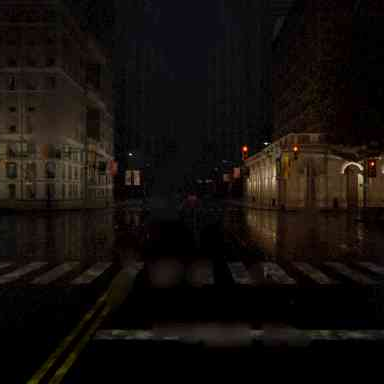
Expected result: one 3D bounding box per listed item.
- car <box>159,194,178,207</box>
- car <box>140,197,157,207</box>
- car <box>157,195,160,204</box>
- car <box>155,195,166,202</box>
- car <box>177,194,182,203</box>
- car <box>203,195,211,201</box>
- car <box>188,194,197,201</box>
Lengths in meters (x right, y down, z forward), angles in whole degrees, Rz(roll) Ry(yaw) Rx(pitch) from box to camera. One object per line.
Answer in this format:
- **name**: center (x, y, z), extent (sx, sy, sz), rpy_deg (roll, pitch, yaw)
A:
- **car**: center (-3.595, 1.507, 52.682), extent (1.837, 1.490, 4.892), rpy_deg (0, -1, 0)
- **car**: center (-7.095, 1.507, 52.691), extent (1.837, 1.490, 4.892), rpy_deg (0, -1, 0)
- **car**: center (-7.050, 1.564, 63.719), extent (1.994, 1.385, 4.181), rpy_deg (0, 0, 2)
- **car**: center (-6.913, 1.500, 73.914), extent (1.837, 1.490, 4.892), rpy_deg (0, 0, 1)
- **car**: center (-3.539, 1.547, 64.355), extent (2.033, 1.411, 5.357), rpy_deg (0, 0, 1)
- **car**: center (3.633, 1.464, 78.607), extent (2.033, 1.411, 5.357), rpy_deg (0, 0, 1)
- **car**: center (0.133, 1.279, 78.610), extent (2.097, 1.767, 4.553), rpy_deg (0, 0, 1)
